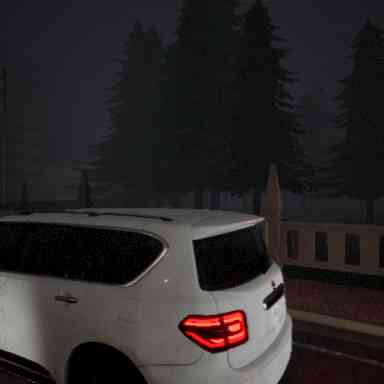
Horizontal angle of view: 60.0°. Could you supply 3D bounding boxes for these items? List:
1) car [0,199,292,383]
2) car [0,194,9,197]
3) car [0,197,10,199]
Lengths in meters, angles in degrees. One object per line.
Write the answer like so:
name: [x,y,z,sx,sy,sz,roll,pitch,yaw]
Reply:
car: [-1.557,1.221,4.448,5.566,2.045,2.150,0,0,29]
car: [-23.082,1.276,37.337,2.150,2.045,5.566,0,0,22]
car: [-19.442,1.581,37.001,1.812,1.442,4.674,0,0,22]
